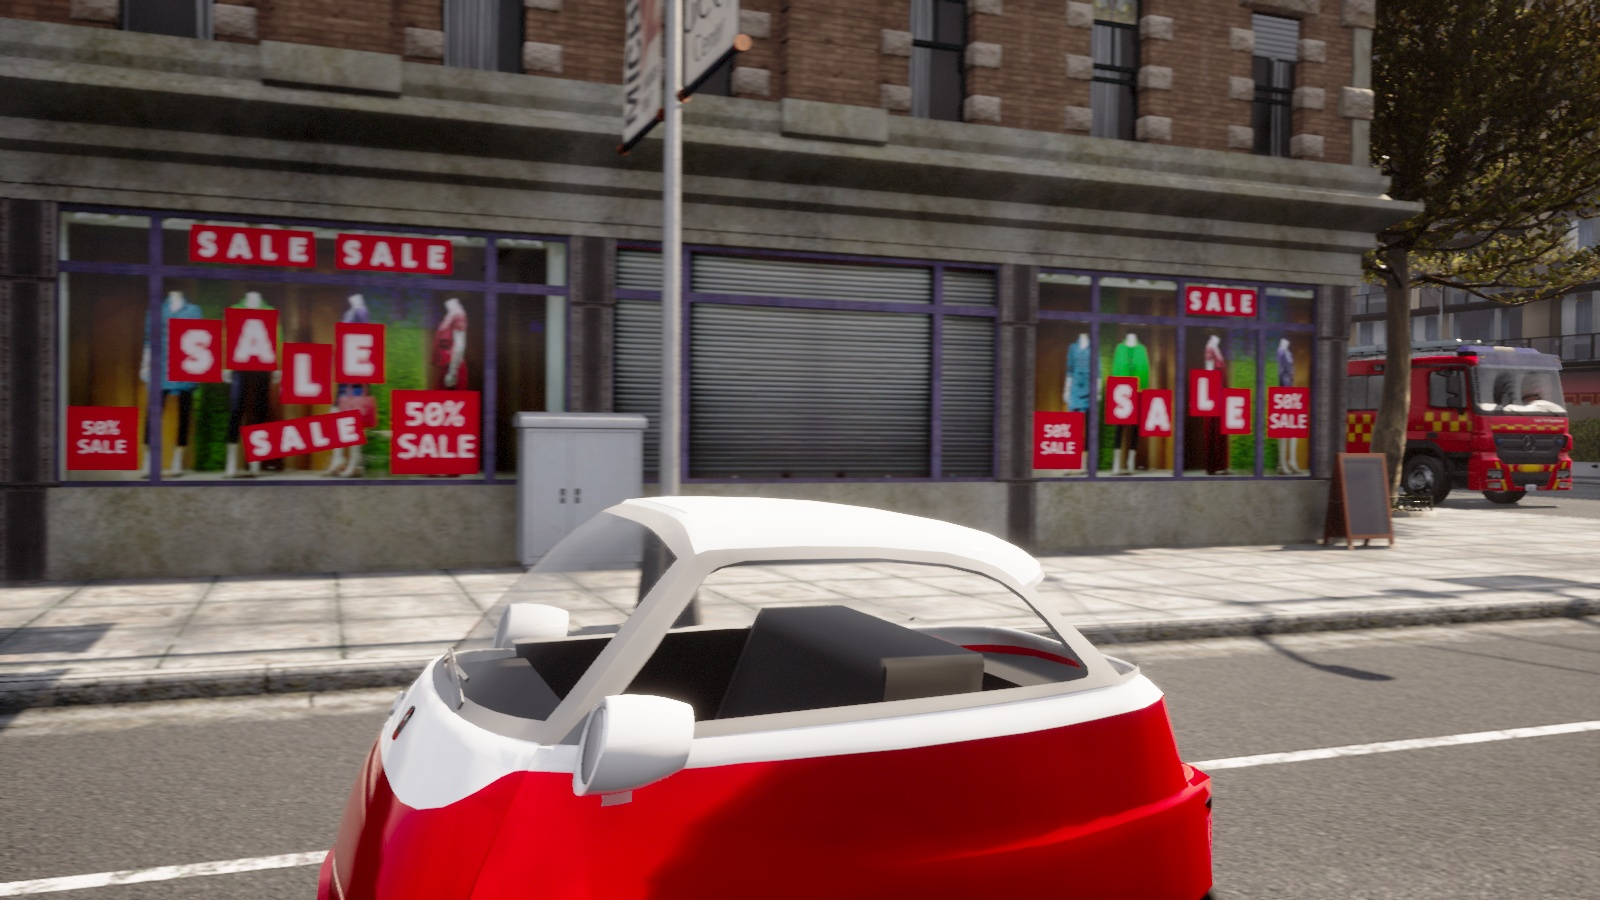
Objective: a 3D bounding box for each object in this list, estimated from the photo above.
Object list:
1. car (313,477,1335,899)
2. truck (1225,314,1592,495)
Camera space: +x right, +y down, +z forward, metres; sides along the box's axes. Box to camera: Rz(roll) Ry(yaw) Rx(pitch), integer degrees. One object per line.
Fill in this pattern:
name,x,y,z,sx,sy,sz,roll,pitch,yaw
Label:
car,-0.052,0.801,3.220,2.207,1.376,1.481,-1,1,-21
truck,14.546,-1.026,31.034,2.891,3.827,8.468,-1,1,-21
